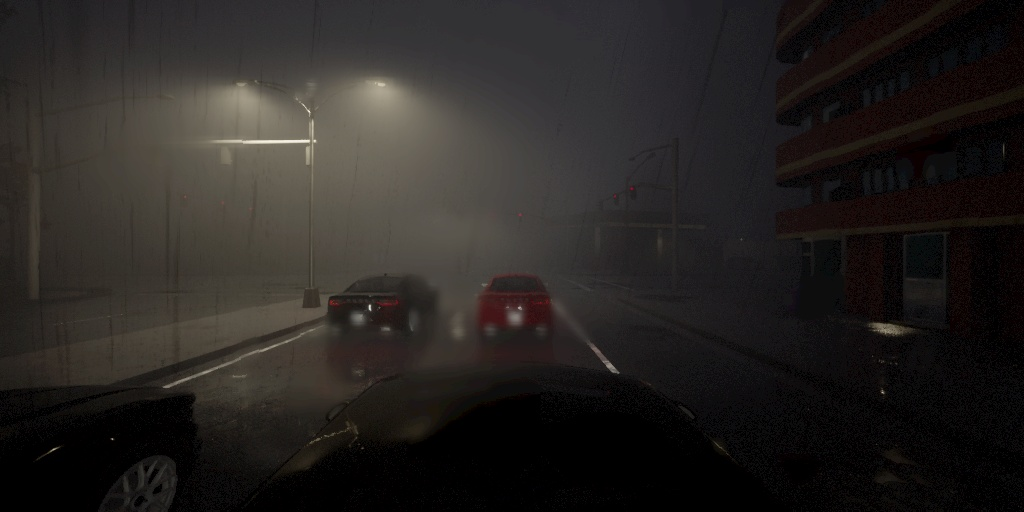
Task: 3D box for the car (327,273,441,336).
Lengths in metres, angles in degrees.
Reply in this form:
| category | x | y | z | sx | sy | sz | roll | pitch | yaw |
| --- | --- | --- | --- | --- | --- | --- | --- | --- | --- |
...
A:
| category | x | y | z | sx | sy | sz | roll | pitch | yaw |
| --- | --- | --- | --- | --- | --- | --- | --- | --- | --- |
| car | -3.392 | 1.228 | 10.447 | 1.882 | 1.535 | 5.008 | 0 | 0 | 0 |

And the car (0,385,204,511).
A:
| category | x | y | z | sx | sy | sz | roll | pitch | yaw |
| --- | --- | --- | --- | --- | --- | --- | --- | --- | --- |
| car | -3.409 | 1.228 | 0.794 | 1.882 | 1.535 | 5.008 | 0 | 0 | 0 |

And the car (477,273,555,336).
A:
| category | x | y | z | sx | sy | sz | roll | pitch | yaw |
| --- | --- | --- | --- | --- | --- | --- | --- | --- | --- |
| car | 0.113 | 1.228 | 10.460 | 1.882 | 1.535 | 5.008 | 0 | 0 | 1 |
